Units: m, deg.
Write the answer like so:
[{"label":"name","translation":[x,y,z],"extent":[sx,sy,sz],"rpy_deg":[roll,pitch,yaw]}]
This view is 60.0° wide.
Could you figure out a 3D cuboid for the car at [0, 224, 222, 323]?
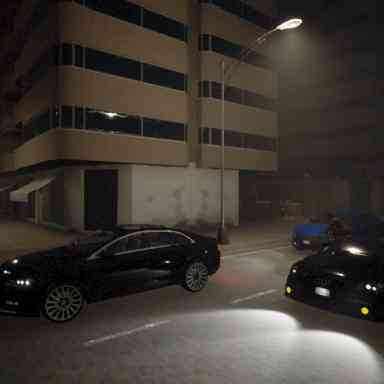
[{"label":"car","translation":[-1.548,1.492,7.289],"extent":[4.902,1.511,2.128],"rpy_deg":[0,0,-37]}]

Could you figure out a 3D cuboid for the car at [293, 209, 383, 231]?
[{"label":"car","translation":[5.947,1.478,13.113],"extent":[5.008,1.535,1.882],"rpy_deg":[0,0,-38]}]

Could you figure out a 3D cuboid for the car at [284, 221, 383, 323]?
[{"label":"car","translation":[3.853,1.564,7.043],"extent":[4.181,1.385,1.994],"rpy_deg":[0,0,-38]}]

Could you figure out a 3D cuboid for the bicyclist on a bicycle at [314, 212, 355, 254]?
[{"label":"bicyclist on a bicycle","translation":[4.498,1.455,10.320],"extent":[0.582,1.620,1.656],"rpy_deg":[0,-2,-38]}]
